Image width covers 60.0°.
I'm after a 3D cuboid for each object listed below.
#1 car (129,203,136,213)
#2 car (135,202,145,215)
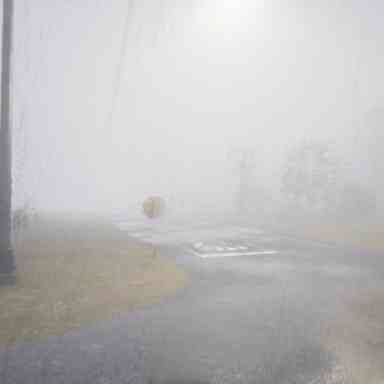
[{"bbox_3d":[-9.834,2.699,58.444,2.097,1.767,4.553,1,-1,-19],"label":"car"},{"bbox_3d":[-6.443,2.621,48.766,2.128,1.511,4.902,1,-1,-19],"label":"car"}]
